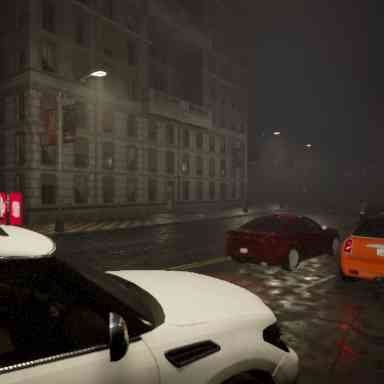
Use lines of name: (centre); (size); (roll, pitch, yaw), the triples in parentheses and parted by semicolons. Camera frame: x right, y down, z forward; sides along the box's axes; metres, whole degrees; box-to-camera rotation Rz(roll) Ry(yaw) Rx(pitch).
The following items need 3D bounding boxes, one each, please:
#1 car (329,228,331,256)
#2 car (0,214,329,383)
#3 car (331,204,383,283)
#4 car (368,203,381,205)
car: (3.154, 1.472, 10.956); (1.882, 1.535, 5.008); (0, 0, 44)
car: (-1.718, 1.214, 2.214); (5.566, 2.045, 2.150); (1, 0, -35)
car: (5.720, 1.349, 8.776); (4.553, 1.767, 2.097); (0, 0, -45)
car: (12.928, 1.515, 23.106); (1.812, 1.442, 4.674); (0, 0, 37)
